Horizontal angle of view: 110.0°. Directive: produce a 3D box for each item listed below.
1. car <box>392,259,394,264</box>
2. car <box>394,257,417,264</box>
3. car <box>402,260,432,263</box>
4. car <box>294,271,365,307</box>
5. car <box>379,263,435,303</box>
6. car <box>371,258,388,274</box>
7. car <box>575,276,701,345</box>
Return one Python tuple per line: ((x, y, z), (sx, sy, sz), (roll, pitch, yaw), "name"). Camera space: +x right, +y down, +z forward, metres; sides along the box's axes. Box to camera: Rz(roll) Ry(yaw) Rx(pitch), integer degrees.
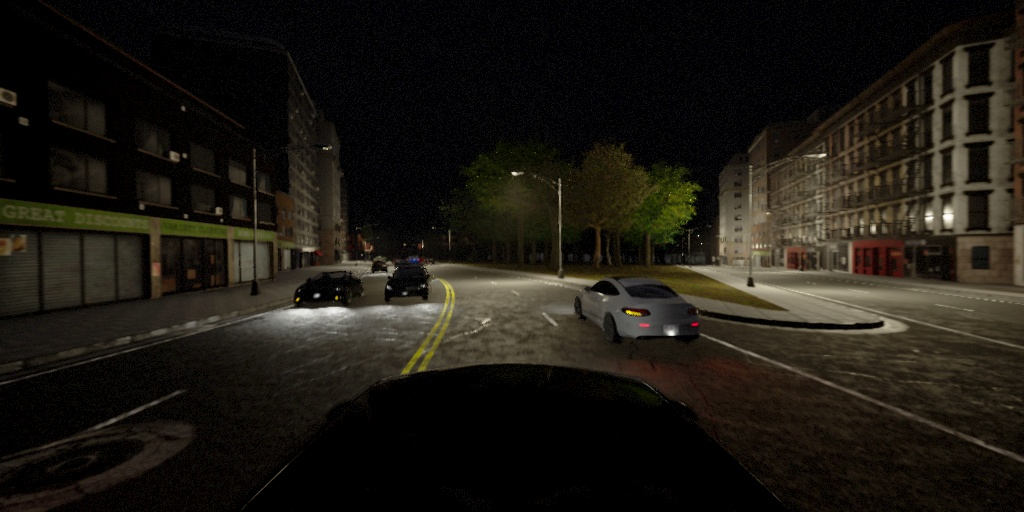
((-19.353, 1.329, 62.194), (1.994, 1.385, 4.181), (-1, 0, -20), "car")
((-14.839, 1.254, 49.752), (2.128, 1.511, 4.902), (-1, 0, -20), "car")
((-8.821, 1.318, 32.962), (1.994, 1.385, 4.181), (-1, 0, -18), "car")
((-7.984, 1.360, 16.016), (1.994, 1.385, 4.181), (-1, 0, -10), "car")
((-4.794, 1.252, 16.965), (1.812, 1.442, 4.674), (-1, 0, -10), "car")
((-16.118, 1.352, 43.861), (2.033, 1.411, 5.357), (-1, 0, -20), "car")
((2.987, 1.231, 9.341), (1.812, 1.442, 4.674), (0, 1, -3), "car")
